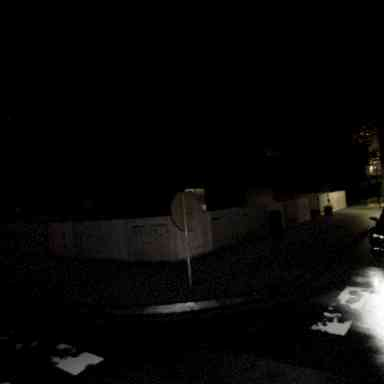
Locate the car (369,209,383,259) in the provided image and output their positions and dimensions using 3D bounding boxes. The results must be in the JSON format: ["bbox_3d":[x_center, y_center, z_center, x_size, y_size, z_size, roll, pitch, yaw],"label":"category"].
[{"bbox_3d":[6.753,1.028,10.200,2.128,1.511,4.902,-6,-1,37],"label":"car"}]
